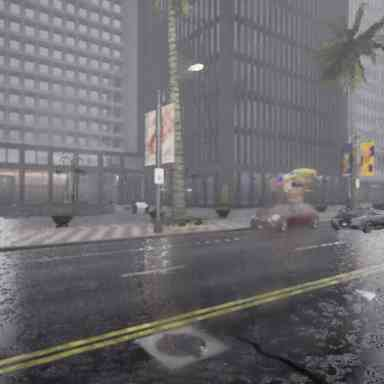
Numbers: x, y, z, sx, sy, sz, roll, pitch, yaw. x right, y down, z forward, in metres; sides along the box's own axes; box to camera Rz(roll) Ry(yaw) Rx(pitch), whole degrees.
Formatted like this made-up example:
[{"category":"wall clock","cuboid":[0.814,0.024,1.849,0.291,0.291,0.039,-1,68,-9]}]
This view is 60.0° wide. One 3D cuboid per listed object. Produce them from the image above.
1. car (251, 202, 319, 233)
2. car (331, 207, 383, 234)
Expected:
[{"category":"car","cuboid":[5.741,1.422,20.411,4.553,1.767,2.185,0,0,-36]},{"category":"car","cuboid":[10.233,1.645,19.980,4.181,1.385,1.994,0,0,-36]}]
